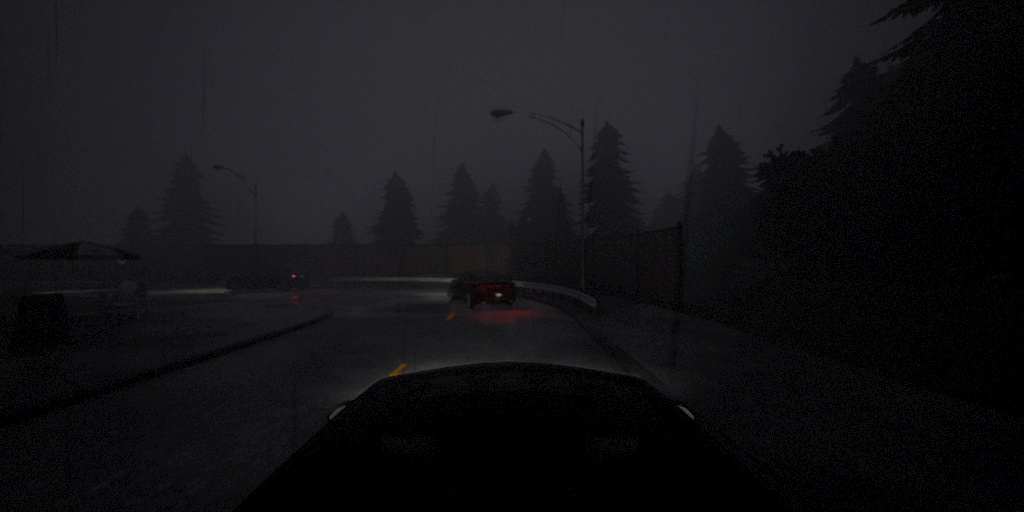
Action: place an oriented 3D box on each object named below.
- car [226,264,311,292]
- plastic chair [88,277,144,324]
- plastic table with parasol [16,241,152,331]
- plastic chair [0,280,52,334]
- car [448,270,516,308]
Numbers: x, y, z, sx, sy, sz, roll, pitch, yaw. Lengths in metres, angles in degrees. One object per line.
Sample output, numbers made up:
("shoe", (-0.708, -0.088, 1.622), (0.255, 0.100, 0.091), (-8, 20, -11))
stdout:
("car", (-15.556, 1.332, 22.961), (4.553, 1.767, 2.097), (0, -1, 0))
("plastic chair", (-12.123, 1.380, 11.002), (0.730, 1.272, 0.750), (0, 0, 0))
("plastic table with parasol", (-13.373, 0.778, 11.152), (2.482, 2.480, 2.482), (0, 0, 0))
("plastic chair", (-13.532, 1.368, 9.842), (0.750, 1.272, 0.730), (0, 0, 0))
("car", (-1.495, 1.388, 16.317), (1.882, 1.535, 5.008), (1, -1, -23))
